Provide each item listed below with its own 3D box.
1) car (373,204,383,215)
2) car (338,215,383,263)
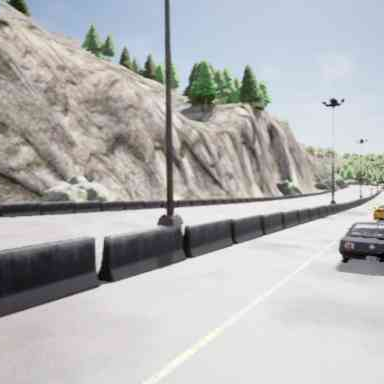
[{"bbox_3d":[16.023,1.709,27.267,1.882,1.535,5.008,1,0,32],"label":"car"},{"bbox_3d":[6.475,1.694,11.717,1.895,1.301,4.718,1,0,32],"label":"car"}]
